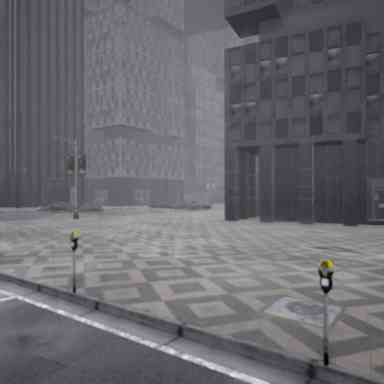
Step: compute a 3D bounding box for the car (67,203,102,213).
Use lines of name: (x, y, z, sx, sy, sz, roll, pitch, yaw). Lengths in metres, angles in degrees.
car: (-14.344, 2.165, 45.477, 1.994, 1.385, 4.181, 0, -1, 36)

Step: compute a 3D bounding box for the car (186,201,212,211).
car: (1.579, 2.279, 56.202, 2.097, 1.767, 4.553, 0, -1, 36)

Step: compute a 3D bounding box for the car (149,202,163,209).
car: (-5.921, 2.572, 62.664, 1.895, 1.301, 4.718, 0, -1, 36)

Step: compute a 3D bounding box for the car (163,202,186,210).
car: (-2.492, 2.548, 61.849, 2.033, 1.411, 5.357, 0, -1, 36)

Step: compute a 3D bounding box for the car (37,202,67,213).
car: (-18.491, 2.052, 45.271, 2.128, 1.511, 4.902, 0, -1, 36)
